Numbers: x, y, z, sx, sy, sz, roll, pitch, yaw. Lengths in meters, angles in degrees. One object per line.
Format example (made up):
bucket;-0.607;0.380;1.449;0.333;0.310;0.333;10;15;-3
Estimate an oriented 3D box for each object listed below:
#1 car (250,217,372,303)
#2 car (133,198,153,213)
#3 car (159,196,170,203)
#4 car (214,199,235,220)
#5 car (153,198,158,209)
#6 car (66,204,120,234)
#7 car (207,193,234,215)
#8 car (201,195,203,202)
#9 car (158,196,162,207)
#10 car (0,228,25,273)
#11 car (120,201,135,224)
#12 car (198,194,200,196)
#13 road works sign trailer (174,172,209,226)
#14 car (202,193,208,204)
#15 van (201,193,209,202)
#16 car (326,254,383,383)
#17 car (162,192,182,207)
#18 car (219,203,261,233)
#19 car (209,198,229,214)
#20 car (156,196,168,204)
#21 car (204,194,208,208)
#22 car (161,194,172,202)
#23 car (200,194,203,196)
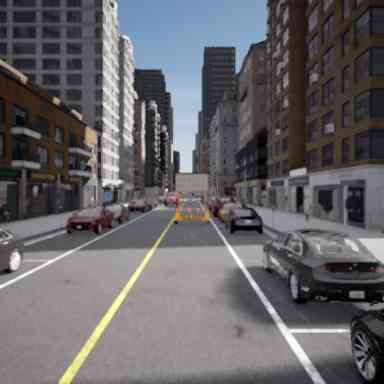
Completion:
car;2.858;1.537;7.944;2.008;1.369;4.403;0;0;0
car;-5.669;1.480;35.546;1.887;1.381;4.507;0;0;0
car;-5.670;1.437;68.697;1.947;1.339;4.313;0;0;0
car;2.858;1.481;24.685;1.752;1.417;4.829;0;0;0
car;-5.669;1.490;41.071;1.947;1.339;4.313;0;0;0
car;-5.668;1.511;18.971;1.887;1.381;4.507;0;0;0
car;2.857;1.260;30.038;2.192;1.841;5.009;0;0;0
car;2.856;1.453;52.133;2.008;1.369;4.403;0;0;0
car;-5.669;1.480;46.596;1.947;1.339;4.313;0;0;0
car;-5.668;1.537;7.921;2.008;1.369;4.403;0;0;0
car;-5.669;1.538;24.496;1.802;1.307;4.206;0;0;0
car;2.856;1.186;68.703;2.192;1.841;5.009;0;0;0
road works sign trailer;-0.001;0.423;22.893;2.380;3.560;2.880;0;0;0
car;2.856;1.353;46.609;1.967;1.590;4.097;0;0;0
van;2.856;1.201;74.227;1.690;1.788;3.998;0;0;0
car;2.858;1.561;2.420;1.947;1.339;4.313;0;0;0
car;-3.063;1.127;51.164;2.150;2.045;5.566;0;0;0
car;2.858;1.532;18.991;1.947;1.339;4.313;0;0;0
car;2.857;1.459;35.732;1.752;1.417;4.829;0;0;0
car;-5.670;1.464;63.172;1.802;1.307;4.206;0;0;0
car;2.857;1.364;41.086;1.967;1.590;4.097;0;0;0
car;-5.670;1.301;74.222;1.967;1.590;4.097;0;0;0
car;2.856;1.443;57.656;2.008;1.369;4.403;0;0;0
